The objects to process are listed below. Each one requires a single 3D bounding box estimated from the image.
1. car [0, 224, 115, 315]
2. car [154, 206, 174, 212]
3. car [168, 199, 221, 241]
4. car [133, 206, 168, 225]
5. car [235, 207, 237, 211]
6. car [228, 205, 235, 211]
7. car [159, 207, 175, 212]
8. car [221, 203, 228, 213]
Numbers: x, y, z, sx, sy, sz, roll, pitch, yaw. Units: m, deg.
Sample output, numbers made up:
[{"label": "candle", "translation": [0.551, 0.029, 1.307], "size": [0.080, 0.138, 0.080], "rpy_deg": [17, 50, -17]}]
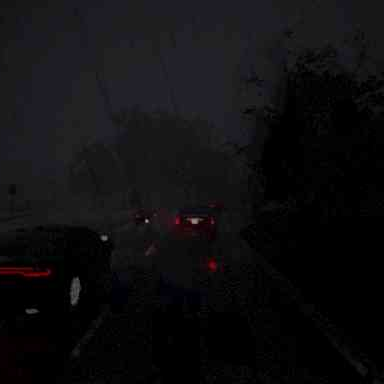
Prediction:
[{"label": "car", "translation": [-3.149, 1.482, 7.715], "size": [1.882, 1.535, 5.008], "rpy_deg": [0, 0, 0]}, {"label": "car", "translation": [-7.052, 4.324, 83.731], "size": [4.892, 1.490, 1.837], "rpy_deg": [0, -3, 1]}, {"label": "car", "translation": [0.160, 1.361, 16.902], "size": [2.097, 1.767, 4.553], "rpy_deg": [0, 0, 1]}, {"label": "car", "translation": [-2.755, 1.621, 23.968], "size": [1.895, 1.301, 4.718], "rpy_deg": [0, 0, 5]}, {"label": "car", "translation": [8.650, 3.998, 80.762], "size": [4.553, 1.767, 2.097], "rpy_deg": [-3, -5, 44]}, {"label": "car", "translation": [6.866, 3.966, 77.942], "size": [4.902, 1.511, 2.128], "rpy_deg": [-3, -5, 44]}, {"label": "car", "translation": [-6.525, 4.570, 86.963], "size": [4.181, 1.385, 1.994], "rpy_deg": [0, -3, 1]}, {"label": "car", "translation": [2.192, 1.499, 34.008], "size": [1.837, 1.490, 4.892], "rpy_deg": [-1, -1, 12]}]
